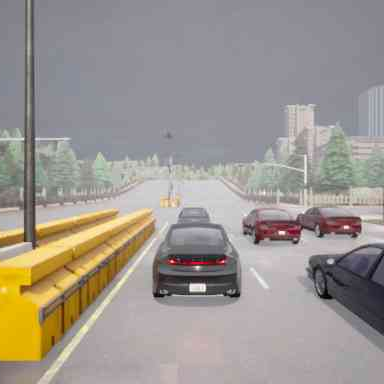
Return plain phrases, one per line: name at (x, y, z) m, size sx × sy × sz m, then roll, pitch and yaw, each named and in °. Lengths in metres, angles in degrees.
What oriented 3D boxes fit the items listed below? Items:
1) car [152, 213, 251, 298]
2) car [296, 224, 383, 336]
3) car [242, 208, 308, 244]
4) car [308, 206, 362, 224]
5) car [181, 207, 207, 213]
car at (0.099, 1.504, 8.501) m, size 1.837 × 1.490 × 4.892 m, roll 0°, pitch 0°, yaw 0°
car at (3.593, 1.547, 5.369) m, size 2.033 × 1.411 × 5.357 m, roll 0°, pitch 0°, yaw 0°
car at (3.593, 1.476, 15.770) m, size 1.882 × 1.535 × 5.008 m, roll 0°, pitch 0°, yaw 0°
car at (7.091, 1.476, 17.758) m, size 1.882 × 1.535 × 5.008 m, roll 0°, pitch 0°, yaw 0°
car at (0.091, 1.546, 18.232) m, size 2.033 × 1.411 × 5.357 m, roll 0°, pitch 0°, yaw 0°
